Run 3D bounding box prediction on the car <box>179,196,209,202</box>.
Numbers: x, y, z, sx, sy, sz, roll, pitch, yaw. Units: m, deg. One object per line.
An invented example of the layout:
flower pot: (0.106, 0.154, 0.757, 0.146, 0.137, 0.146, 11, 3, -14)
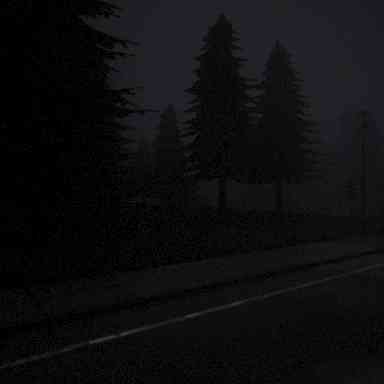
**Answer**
car: (0.213, 1.104, 48.030, 2.150, 2.045, 5.566, 0, 0, -34)
